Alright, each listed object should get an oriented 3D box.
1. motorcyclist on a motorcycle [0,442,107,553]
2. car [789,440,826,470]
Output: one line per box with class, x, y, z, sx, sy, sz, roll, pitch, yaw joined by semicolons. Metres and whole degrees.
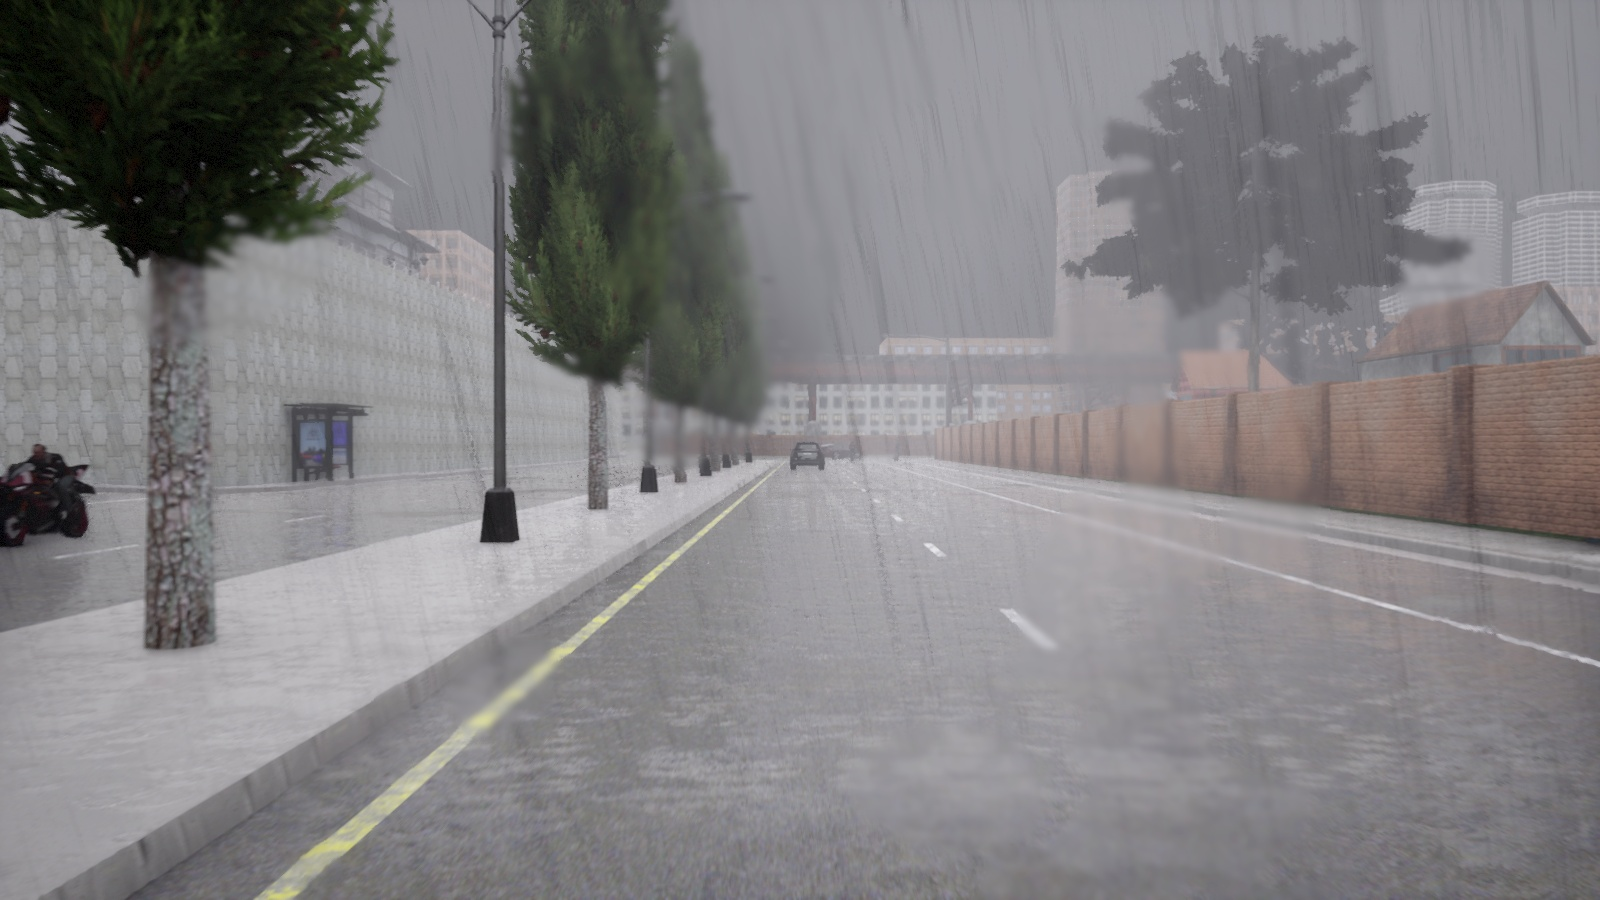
motorcyclist on a motorcycle;-11.378;0.660;18.718;0.866;1.530;2.191;0;1;0
car;0.425;0.271;71.952;2.033;1.649;4.856;0;0;0
